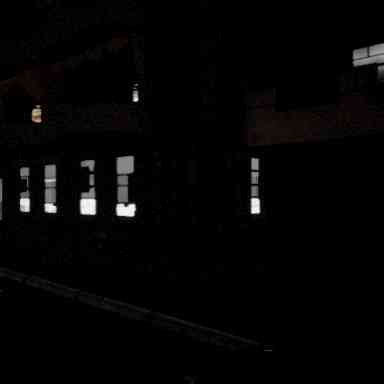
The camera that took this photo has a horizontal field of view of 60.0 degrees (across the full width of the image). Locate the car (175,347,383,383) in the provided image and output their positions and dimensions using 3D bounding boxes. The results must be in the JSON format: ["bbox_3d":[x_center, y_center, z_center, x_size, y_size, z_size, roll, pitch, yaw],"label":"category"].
[{"bbox_3d":[1.680,1.587,1.693,4.206,1.307,1.802,1,-1,36],"label":"car"}]
